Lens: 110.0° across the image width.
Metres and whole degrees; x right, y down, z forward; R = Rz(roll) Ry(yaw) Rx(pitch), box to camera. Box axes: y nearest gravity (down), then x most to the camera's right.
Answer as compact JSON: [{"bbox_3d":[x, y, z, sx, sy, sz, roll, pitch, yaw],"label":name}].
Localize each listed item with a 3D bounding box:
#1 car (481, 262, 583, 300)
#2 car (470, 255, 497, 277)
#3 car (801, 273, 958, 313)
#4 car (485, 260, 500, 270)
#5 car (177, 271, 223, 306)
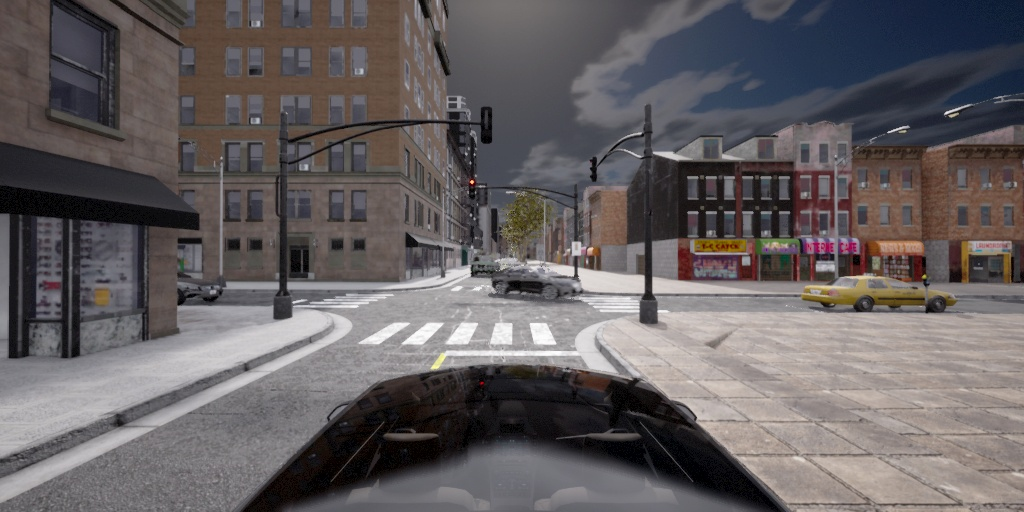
[{"bbox_3d":[1.095,1.239,17.687,4.902,1.511,2.128,0,0,40],"label":"car"},{"bbox_3d":[-2.857,0.950,35.741,2.150,2.045,5.566,0,0,0],"label":"car"},{"bbox_3d":[13.881,1.344,13.655,4.829,1.417,1.751,0,0,0],"label":"car"},{"bbox_3d":[-2.844,1.284,53.499,1.994,1.385,4.181,0,0,0],"label":"car"},{"bbox_3d":[-14.412,1.193,14.481,4.674,1.442,1.812,0,0,0],"label":"car"}]
